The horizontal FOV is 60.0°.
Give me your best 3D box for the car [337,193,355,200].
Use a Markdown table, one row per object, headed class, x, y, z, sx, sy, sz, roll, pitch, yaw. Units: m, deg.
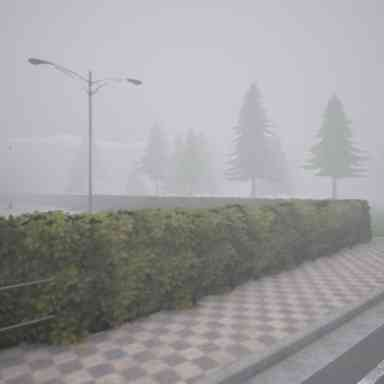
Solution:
| class | x | y | z | sx | sy | sz | roll | pitch | yaw |
| --- | --- | --- | --- | --- | --- | --- | --- | --- | --- |
| car | 32.425 | 1.254 | 70.348 | 2.150 | 2.045 | 5.566 | 0 | 0 | 5 |
